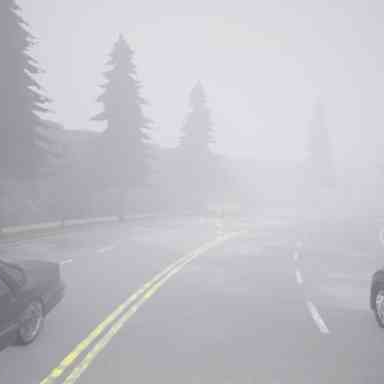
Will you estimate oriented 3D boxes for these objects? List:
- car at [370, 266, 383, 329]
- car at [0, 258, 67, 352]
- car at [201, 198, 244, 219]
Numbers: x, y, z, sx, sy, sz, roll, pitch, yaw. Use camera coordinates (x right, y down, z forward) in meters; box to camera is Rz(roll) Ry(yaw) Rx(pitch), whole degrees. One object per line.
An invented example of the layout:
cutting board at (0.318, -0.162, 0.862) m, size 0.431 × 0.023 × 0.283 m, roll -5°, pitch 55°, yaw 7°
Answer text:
car at (4.028, 1.390, 3.971) m, size 2.097 × 1.767 × 4.553 m, roll 1°, pitch 0°, yaw 6°
car at (-3.336, 1.512, 3.617) m, size 2.033 × 1.411 × 5.357 m, roll 1°, pitch 0°, yaw 5°
car at (2.676, 1.360, 28.816) m, size 2.097 × 1.767 × 4.553 m, roll 1°, pitch 0°, yaw 36°
